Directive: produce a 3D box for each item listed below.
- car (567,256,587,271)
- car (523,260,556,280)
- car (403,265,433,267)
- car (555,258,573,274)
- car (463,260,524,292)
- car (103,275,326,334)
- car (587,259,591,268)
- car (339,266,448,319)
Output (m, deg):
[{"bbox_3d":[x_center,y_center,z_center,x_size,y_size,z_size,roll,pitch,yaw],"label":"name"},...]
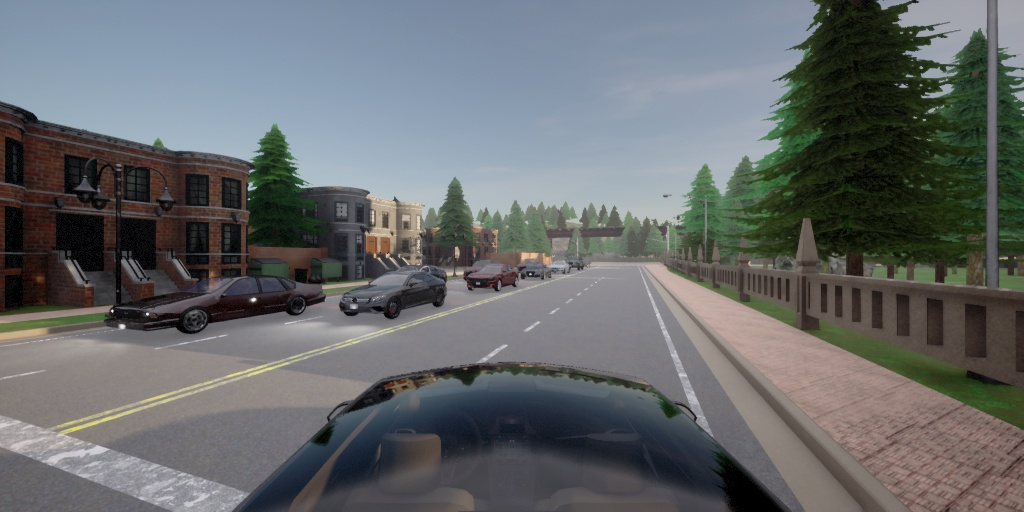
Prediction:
[{"bbox_3d":[8.809,0.972,50.848,2.150,2.045,5.566,0,0,19],"label":"car"},{"bbox_3d":[2.189,1.314,31.430,1.994,1.385,4.181,0,0,20],"label":"car"},{"bbox_3d":[-5.403,1.242,20.054,2.128,1.511,4.902,0,0,18],"label":"car"},{"bbox_3d":[5.436,1.276,40.978,1.812,1.442,4.674,0,0,19],"label":"car"},{"bbox_3d":[-1.052,1.228,21.953,1.882,1.535,5.008,0,0,19],"label":"car"},{"bbox_3d":[-8.459,1.297,11.082,2.033,1.411,5.357,0,0,19],"label":"car"},{"bbox_3d":[12.296,1.255,61.015,1.837,1.490,4.892,0,0,19],"label":"car"},{"bbox_3d":[-4.063,1.276,13.123,1.812,1.442,4.674,0,0,19],"label":"car"}]
